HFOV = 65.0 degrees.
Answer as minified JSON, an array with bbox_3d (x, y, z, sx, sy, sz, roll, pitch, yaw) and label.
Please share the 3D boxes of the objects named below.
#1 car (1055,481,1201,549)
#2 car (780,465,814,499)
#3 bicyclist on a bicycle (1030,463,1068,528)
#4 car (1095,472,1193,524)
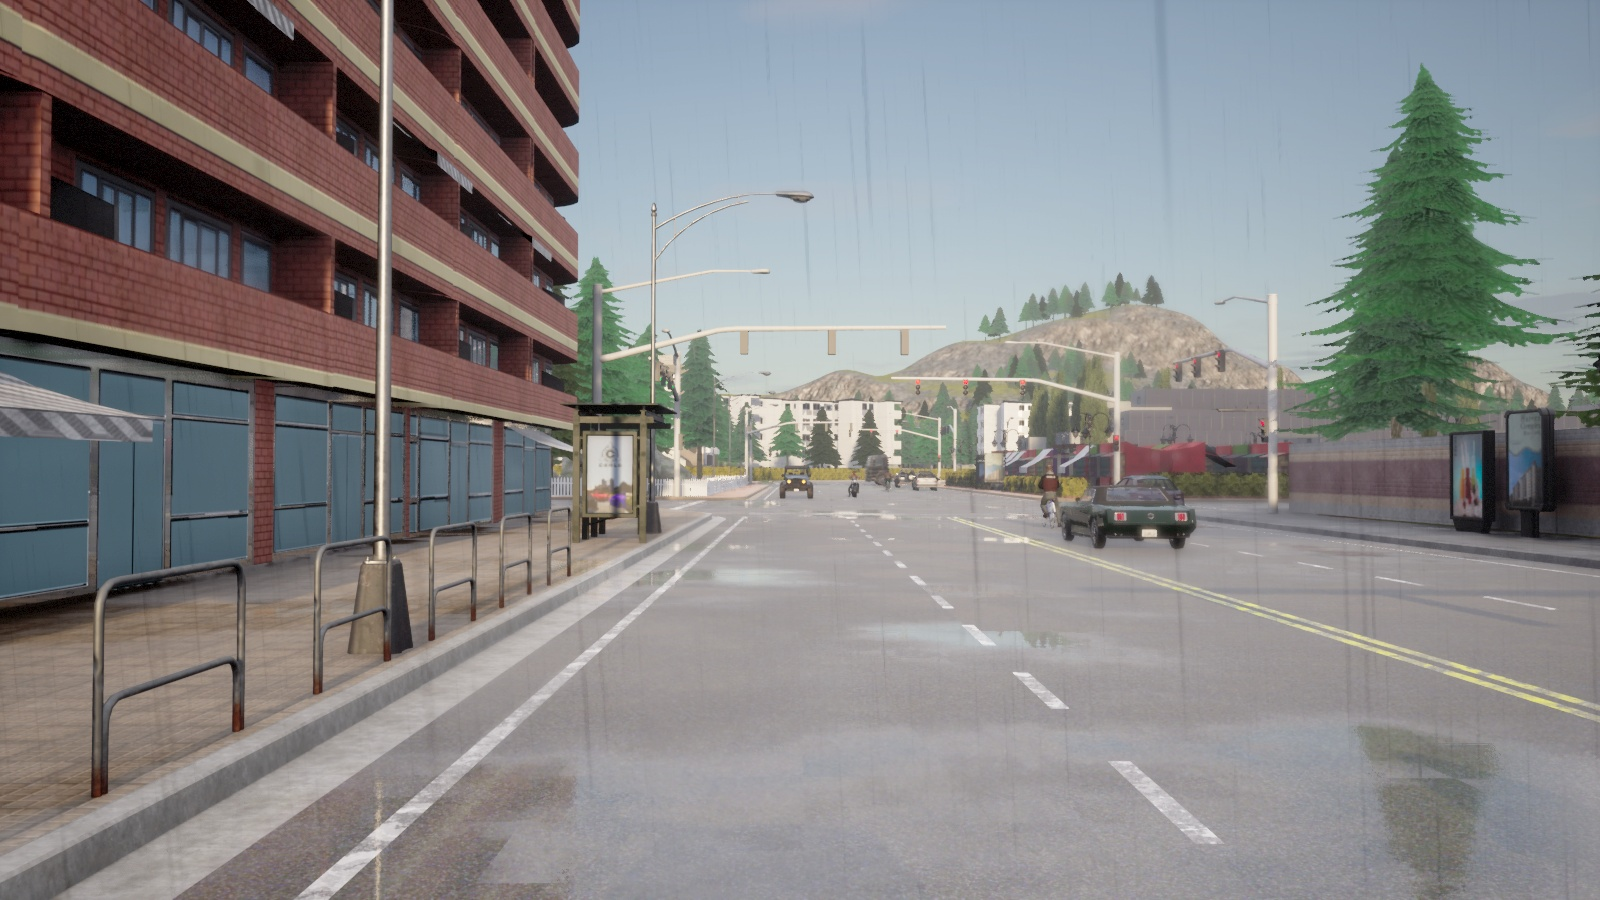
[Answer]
[{"bbox_3d":[6.929,1.340,27.048,1.895,1.301,4.718,0,-1,0],"label":"car"},{"bbox_3d":[-0.188,1.818,72.000,1.905,1.878,3.866,0,-1,0],"label":"car"},{"bbox_3d":[6.908,1.243,34.922,0.659,1.776,1.843,0,-1,0],"label":"bicyclist on a bicycle"},{"bbox_3d":[10.400,1.428,38.265,1.816,1.474,4.193,0,-1,0],"label":"car"}]
